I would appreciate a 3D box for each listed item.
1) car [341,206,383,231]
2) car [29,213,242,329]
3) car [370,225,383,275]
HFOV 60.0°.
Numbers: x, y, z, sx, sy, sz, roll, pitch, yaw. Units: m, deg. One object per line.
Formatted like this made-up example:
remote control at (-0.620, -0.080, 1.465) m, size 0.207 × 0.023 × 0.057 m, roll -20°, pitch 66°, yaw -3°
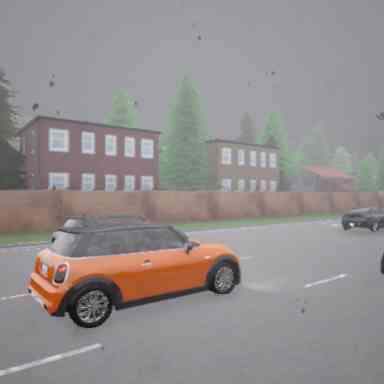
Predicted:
car at (11.426, 1.696, 21.239) m, size 4.892 × 1.490 × 1.837 m, roll 0°, pitch -1°, yaw -37°
car at (-1.008, 1.440, 7.392) m, size 4.553 × 1.767 × 2.097 m, roll 0°, pitch -1°, yaw -37°
car at (6.907, 1.639, 9.011) m, size 4.181 × 1.385 × 1.994 m, roll 0°, pitch -1°, yaw -37°
